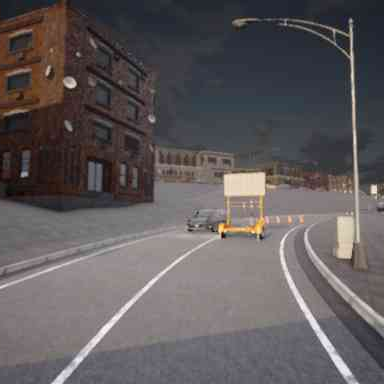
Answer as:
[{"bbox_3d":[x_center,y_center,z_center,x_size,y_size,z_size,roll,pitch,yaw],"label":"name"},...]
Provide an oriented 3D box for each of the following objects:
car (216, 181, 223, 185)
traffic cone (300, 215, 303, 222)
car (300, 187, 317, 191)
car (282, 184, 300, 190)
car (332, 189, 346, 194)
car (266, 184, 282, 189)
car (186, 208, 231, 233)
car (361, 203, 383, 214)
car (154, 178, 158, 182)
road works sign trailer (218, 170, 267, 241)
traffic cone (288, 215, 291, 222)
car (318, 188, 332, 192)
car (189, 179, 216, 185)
[{"bbox_3d":[6.661,-1.528,68.003,4.892,1.521,2.231,2,-5,-25],"label":"car"},{"bbox_3d":[9.644,2.349,29.336,0.340,0.580,0.340,-2,-2,24],"label":"traffic cone"},{"bbox_3d":[26.419,-0.462,78.378,4.792,1.488,2.163,3,-6,-30],"label":"car"},{"bbox_3d":[21.447,-0.897,75.564,4.553,1.767,2.185,3,-6,-28],"label":"car"},{"bbox_3d":[35.753,0.071,84.061,4.892,1.521,2.231,3,-6,-32],"label":"car"},{"bbox_3d":[16.586,-1.034,72.939,5.008,1.535,2.097,3,-6,-27],"label":"car"},{"bbox_3d":[1.196,1.833,22.209,1.837,1.490,4.892,-2,-2,23],"label":"car"},{"bbox_3d":[29.108,2.560,53.196,4.553,1.767,2.097,1,-5,-29],"label":"car"},{"bbox_3d":[-8.282,-2.264,61.136,4.553,1.767,2.185,2,-5,-25],"label":"car"},{"bbox_3d":[2.916,0.665,18.123,2.380,3.560,2.880,-1,-1,25],"label":"road works sign trailer"},{"bbox_3d":[8.735,2.384,29.743,0.340,0.580,0.340,-2,-2,24],"label":"traffic cone"},{"bbox_3d":[31.158,-0.173,81.193,4.674,1.452,2.002,3,-6,-31],"label":"car"},{"bbox_3d":[1.652,-1.741,65.693,4.892,1.521,2.231,2,-5,-25],"label":"car"}]
